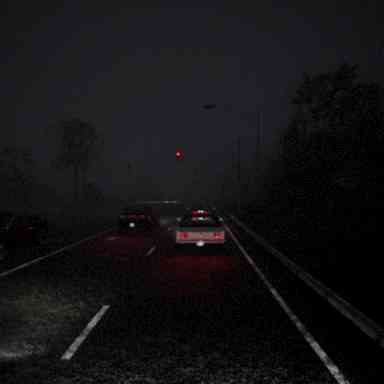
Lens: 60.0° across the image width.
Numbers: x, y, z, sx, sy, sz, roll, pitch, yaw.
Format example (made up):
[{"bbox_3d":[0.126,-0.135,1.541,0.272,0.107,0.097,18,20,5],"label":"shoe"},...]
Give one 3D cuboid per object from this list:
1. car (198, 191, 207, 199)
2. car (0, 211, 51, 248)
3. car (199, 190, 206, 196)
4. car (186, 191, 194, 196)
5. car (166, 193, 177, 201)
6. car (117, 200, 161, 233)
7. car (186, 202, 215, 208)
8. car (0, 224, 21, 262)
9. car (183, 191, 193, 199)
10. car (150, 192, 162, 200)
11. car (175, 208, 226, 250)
[{"bbox_3d":[2.558,0.982,82.118,2.128,1.511,4.902,0,3,2],"label":"car"},{"bbox_3d":[-6.902,1.481,12.061,2.128,1.511,4.902,0,0,1],"label":"car"},{"bbox_3d":[2.927,0.305,92.530,1.994,1.385,4.181,0,3,2],"label":"car"},{"bbox_3d":[-0.569,0.345,92.687,1.895,1.301,4.718,0,3,2],"label":"car"},{"bbox_3d":[-4.679,1.136,75.581,2.097,1.767,4.553,0,1,2],"label":"car"},{"bbox_3d":[-3.013,1.477,19.495,2.128,1.511,4.902,0,0,2],"label":"car"},{"bbox_3d":[0.614,1.488,23.681,1.837,1.490,4.892,0,0,2],"label":"car"},{"bbox_3d":[-3.357,1.350,2.116,2.097,1.767,4.553,0,0,0],"label":"car"},{"bbox_3d":[-0.939,0.679,82.257,2.150,2.045,5.566,0,3,2],"label":"car"},{"bbox_3d":[-8.178,1.006,75.642,2.150,2.045,5.566,0,1,2],"label":"car"},{"bbox_3d":[0.350,1.591,14.271,1.895,1.301,4.718,0,0,1],"label":"car"}]
